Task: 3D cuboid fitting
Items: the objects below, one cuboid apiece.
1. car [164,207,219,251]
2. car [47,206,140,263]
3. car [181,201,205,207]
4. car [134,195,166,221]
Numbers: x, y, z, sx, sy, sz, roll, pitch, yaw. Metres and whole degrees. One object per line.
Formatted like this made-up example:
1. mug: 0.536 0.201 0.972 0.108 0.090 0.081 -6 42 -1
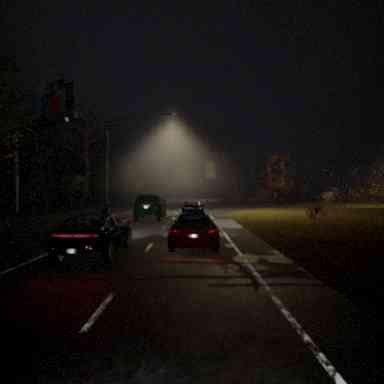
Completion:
1. car: 0.075 1.560 14.050 1.994 1.385 4.181 0 0 0
2. car: -3.441 1.487 11.946 2.128 1.511 4.902 0 0 0
3. car: 0.090 1.490 28.791 2.128 1.511 4.902 0 0 1
4. car: -3.430 1.221 27.644 2.150 2.045 5.566 0 0 0
